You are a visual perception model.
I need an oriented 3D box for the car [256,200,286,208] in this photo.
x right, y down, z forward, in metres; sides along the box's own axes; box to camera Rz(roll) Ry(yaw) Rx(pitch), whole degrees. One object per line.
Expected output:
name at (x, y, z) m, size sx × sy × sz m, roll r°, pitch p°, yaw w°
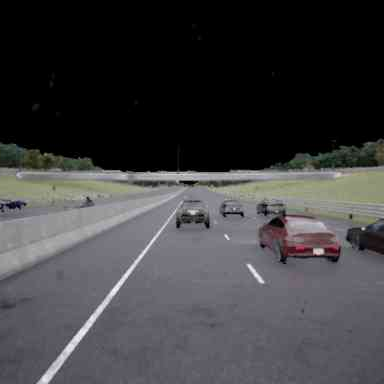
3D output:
car at (7.023, 1.415, 29.955) m, size 2.128 × 1.511 × 4.902 m, roll 0°, pitch 0°, yaw 0°

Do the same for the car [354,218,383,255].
car at (7.084, 1.535, 10.927) m, size 2.033 × 1.411 × 5.357 m, roll 0°, pitch 0°, yaw 0°

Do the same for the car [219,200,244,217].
car at (3.522, 1.470, 30.178) m, size 2.033 × 1.411 × 5.357 m, roll 0°, pitch 0°, yaw 0°

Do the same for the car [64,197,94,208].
car at (-10.582, 1.098, 31.402) m, size 1.812 × 1.442 × 4.674 m, roll 0°, pitch 0°, yaw 0°

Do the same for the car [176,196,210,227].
car at (0.049, 1.305, 22.252) m, size 2.097 × 1.767 × 4.553 m, roll 0°, pitch 0°, yaw 0°

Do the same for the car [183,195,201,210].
car at (-0.016, 1.233, 41.321) m, size 2.097 × 1.767 × 4.553 m, roll 0°, pitch 0°, yaw 0°

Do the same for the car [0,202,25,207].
car at (-17.582, 1.169, 31.348) m, size 1.895 × 1.301 × 4.718 m, roll 0°, pitch 0°, yaw 0°

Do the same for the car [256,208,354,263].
car at (3.593, 1.512, 11.738) m, size 1.812 × 1.442 × 4.674 m, roll 0°, pitch 0°, yaw 0°
